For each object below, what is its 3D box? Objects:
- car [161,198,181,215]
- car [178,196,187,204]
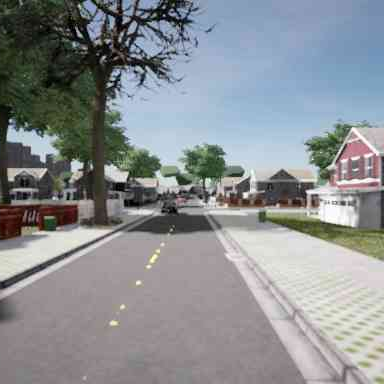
[{"bbox_3d":[-2.689,1.870,40.263,1.882,1.535,5.008,0,-1,0],"label":"car"},{"bbox_3d":[-2.605,2.073,85.613,2.150,2.045,5.566,0,-1,0],"label":"car"}]
